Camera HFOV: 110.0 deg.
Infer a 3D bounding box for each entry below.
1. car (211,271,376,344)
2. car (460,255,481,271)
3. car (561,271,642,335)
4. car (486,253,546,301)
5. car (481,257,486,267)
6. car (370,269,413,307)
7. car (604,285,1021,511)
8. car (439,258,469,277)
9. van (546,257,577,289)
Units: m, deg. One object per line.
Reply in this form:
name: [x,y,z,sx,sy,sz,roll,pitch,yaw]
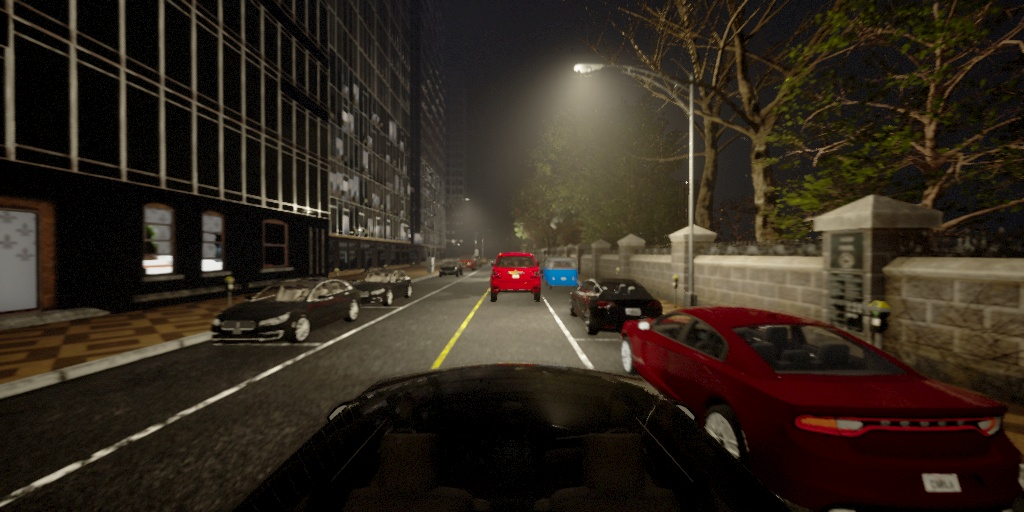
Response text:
car: [-5.442,1.257,9.286,2.007,1.370,4.403,0,0,0]
car: [-5.345,0.833,43.082,2.192,1.841,5.009,0,0,0]
car: [2.732,1.270,10.133,1.948,1.339,4.313,0,0,0]
car: [0.167,0.888,16.932,2.150,2.045,5.566,0,0,0]
car: [-5.432,0.978,54.195,1.751,1.417,4.829,0,0,0]
car: [-5.410,1.226,14.906,2.007,1.370,4.403,0,0,0]
car: [2.714,1.281,4.493,1.888,1.381,4.507,0,0,0]
car: [-5.324,1.132,31.802,2.007,1.370,4.403,0,0,0]
van: [2.804,0.983,21.383,1.690,1.789,3.998,0,0,0]
